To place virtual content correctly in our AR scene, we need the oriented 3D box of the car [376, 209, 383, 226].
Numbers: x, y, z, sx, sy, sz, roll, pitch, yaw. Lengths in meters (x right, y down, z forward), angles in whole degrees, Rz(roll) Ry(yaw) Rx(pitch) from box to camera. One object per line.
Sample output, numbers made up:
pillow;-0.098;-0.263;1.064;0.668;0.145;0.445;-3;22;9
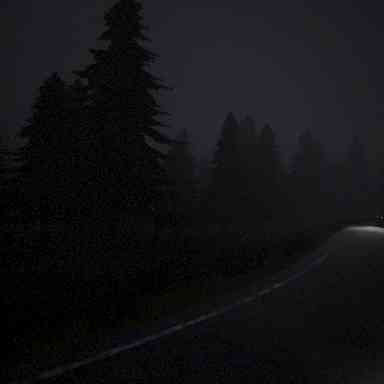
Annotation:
car;13.629;1.472;21.836;1.837;1.490;4.892;0;0;43
